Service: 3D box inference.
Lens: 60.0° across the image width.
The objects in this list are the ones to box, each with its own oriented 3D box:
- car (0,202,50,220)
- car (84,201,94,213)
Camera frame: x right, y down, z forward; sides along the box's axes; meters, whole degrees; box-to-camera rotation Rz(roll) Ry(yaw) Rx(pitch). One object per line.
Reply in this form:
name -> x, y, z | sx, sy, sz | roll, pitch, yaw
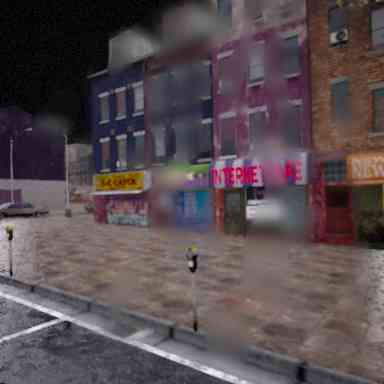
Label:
car -> -15.060, 1.576, 28.412 | 2.033, 1.411, 5.357 | -2, -1, 39
car -> -9.120, 1.247, 36.690 | 2.150, 2.045, 5.566 | -2, -1, 36
